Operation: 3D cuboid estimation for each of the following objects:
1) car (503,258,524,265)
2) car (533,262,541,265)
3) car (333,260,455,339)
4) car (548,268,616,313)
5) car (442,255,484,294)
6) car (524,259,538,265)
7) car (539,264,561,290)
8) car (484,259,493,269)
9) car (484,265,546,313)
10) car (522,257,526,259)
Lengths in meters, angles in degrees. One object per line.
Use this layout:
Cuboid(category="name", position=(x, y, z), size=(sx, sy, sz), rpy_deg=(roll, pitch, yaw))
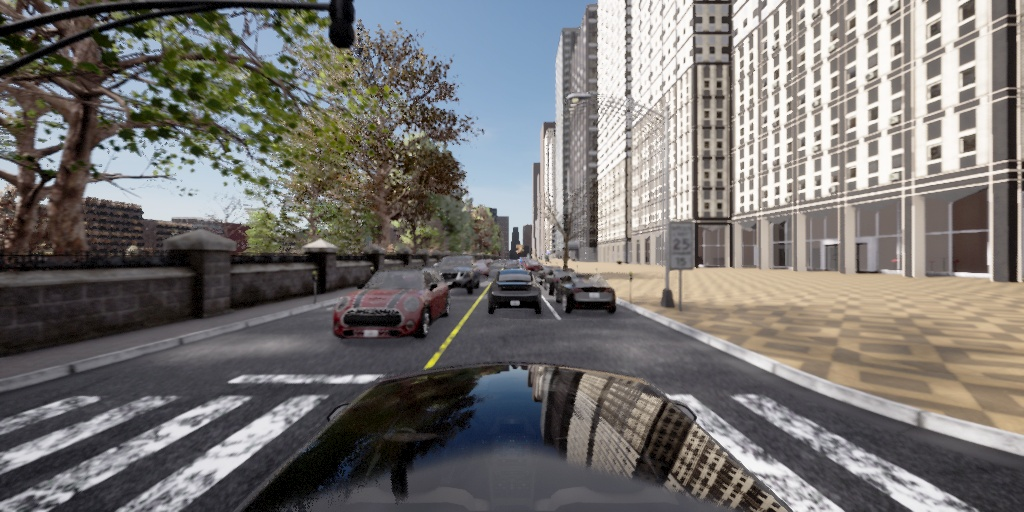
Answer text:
Cuboid(category="car", position=(-0.002, 1.275, 41.093), size=(2.128, 1.511, 4.902), rpy_deg=(0, 0, 0))
Cuboid(category="car", position=(2.686, 1.331, 25.041), size=(1.948, 1.339, 4.313), rpy_deg=(0, 0, 0))
Cuboid(category="car", position=(-3.095, 1.107, 10.123), size=(2.097, 1.767, 4.553), rpy_deg=(0, 0, 0))
Cuboid(category="car", position=(2.686, 1.323, 13.776), size=(1.948, 1.339, 4.313), rpy_deg=(0, 0, 0))
Cuboid(category="car", position=(-3.087, 0.983, 20.659), size=(2.150, 2.045, 5.566), rpy_deg=(0, 0, 0))
Cuboid(category="car", position=(2.684, 1.329, 41.939), size=(1.888, 1.381, 4.507), rpy_deg=(0, 0, 0))
Cuboid(category="car", position=(2.686, 1.326, 19.409), size=(1.948, 1.339, 4.313), rpy_deg=(0, 0, 0))
Cuboid(category="car", position=(-3.054, 1.300, 33.740), size=(1.812, 1.442, 4.674), rpy_deg=(0, 0, 0))
Cuboid(category="car", position=(0.098, 1.262, 13.920), size=(1.837, 1.490, 4.892), rpy_deg=(0, 0, 0))
Cuboid(category="car", position=(2.683, 1.231, 47.570), size=(1.967, 1.591, 4.097), rpy_deg=(0, 0, 0))
